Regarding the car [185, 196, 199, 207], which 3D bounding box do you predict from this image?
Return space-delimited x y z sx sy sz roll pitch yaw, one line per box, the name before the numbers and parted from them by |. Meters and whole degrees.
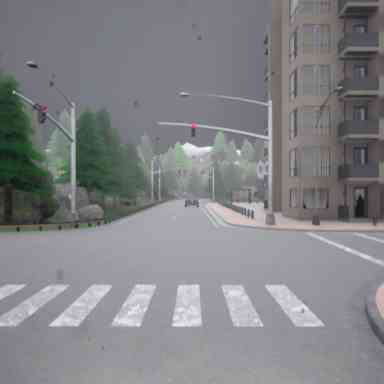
car | 0.004 1.411 53.723 2.097 1.767 4.553 0 0 0
